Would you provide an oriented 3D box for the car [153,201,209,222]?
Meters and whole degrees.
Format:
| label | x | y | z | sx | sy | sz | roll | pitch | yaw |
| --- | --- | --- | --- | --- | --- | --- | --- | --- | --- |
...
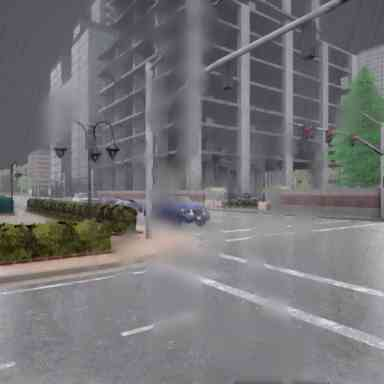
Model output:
| label | x | y | z | sx | sy | sz | roll | pitch | yaw |
| --- | --- | --- | --- | --- | --- | --- | --- | --- | --- |
| car | -1.053 | 1.492 | 27.503 | 2.033 | 1.411 | 5.357 | 0 | 0 | -36 |

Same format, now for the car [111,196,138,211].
| label | x | y | z | sx | sy | sz | roll | pitch | yaw |
| --- | --- | --- | --- | --- | --- | --- | --- | --- | --- |
| car | -6.917 | 1.470 | 35.596 | 1.812 | 1.442 | 4.674 | 0 | 0 | -36 |

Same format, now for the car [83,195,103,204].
| label | x | y | z | sx | sy | sz | roll | pitch | yaw |
| --- | --- | --- | --- | --- | --- | --- | --- | --- | --- |
| car | -19.461 | 1.436 | 65.094 | 2.128 | 1.511 | 4.902 | 0 | 0 | -36 |

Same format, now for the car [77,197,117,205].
| label | x | y | z | sx | sy | sz | roll | pitch | yaw |
| --- | --- | --- | --- | --- | --- | --- | --- | --- | --- |
| car | -9.566 | 1.509 | 33.271 | 1.994 | 1.385 | 4.181 | 0 | 0 | -36 |

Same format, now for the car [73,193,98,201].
| label | x | y | z | sx | sy | sz | roll | pitch | yaw |
| --- | --- | --- | --- | --- | --- | --- | --- | --- | --- |
| car | -15.026 | 1.167 | 46.771 | 2.150 | 2.045 | 5.566 | 0 | 0 | -36 |

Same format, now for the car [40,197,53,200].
| label | x | y | z | sx | sy | sz | roll | pitch | yaw |
| --- | --- | --- | --- | --- | --- | --- | --- | --- | --- |
| car | -22.497 | 1.470 | 51.202 | 1.812 | 1.442 | 4.674 | 0 | 0 | -36 |

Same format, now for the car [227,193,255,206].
| label | x | y | z | sx | sy | sz | roll | pitch | yaw |
| --- | --- | --- | --- | --- | --- | --- | --- | --- | --- |
| car | 7.080 | 1.114 | 50.644 | 1.905 | 1.878 | 3.866 | 0 | 0 | -36 |

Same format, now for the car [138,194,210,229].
| label | x | y | z | sx | sy | sz | roll | pitch | yaw |
| --- | --- | --- | --- | --- | --- | --- | --- | --- | --- |
| car | -1.154 | 1.166 | 21.707 | 2.150 | 2.045 | 5.566 | 0 | 0 | -35 |

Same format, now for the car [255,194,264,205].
| label | x | y | z | sx | sy | sz | roll | pitch | yaw |
| --- | --- | --- | --- | --- | --- | --- | --- | --- | --- |
| car | 9.469 | 1.114 | 52.359 | 1.905 | 1.878 | 3.866 | 0 | 0 | -36 |
